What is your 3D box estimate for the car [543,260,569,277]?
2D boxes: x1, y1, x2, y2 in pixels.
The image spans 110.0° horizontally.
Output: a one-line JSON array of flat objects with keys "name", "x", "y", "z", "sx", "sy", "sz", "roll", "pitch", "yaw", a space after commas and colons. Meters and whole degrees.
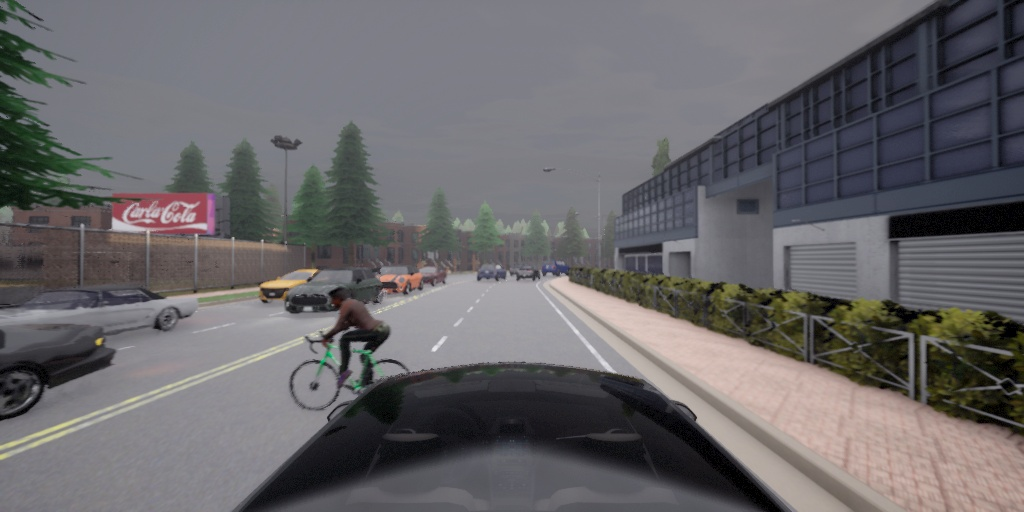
[{"name": "car", "x": 5.551, "y": 1.524, "z": 45.420, "sx": 2.150, "sy": 2.045, "sz": 5.566, "roll": 0, "pitch": -1, "yaw": 29}]

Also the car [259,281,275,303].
[{"name": "car", "x": -10.464, "y": 1.433, "z": 18.202, "sx": 1.882, "sy": 1.535, "sz": 5.008, "roll": 0, "pitch": -1, "yaw": 1}]

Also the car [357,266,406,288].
[{"name": "car", "x": -10.135, "y": 1.588, "z": 28.356, "sx": 1.837, "sy": 1.490, "sz": 4.892, "roll": 0, "pitch": -1, "yaw": 3}]

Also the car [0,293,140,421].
[{"name": "car", "x": -7.100, "y": 1.314, "z": 3.131, "sx": 2.033, "sy": 1.411, "sz": 5.357, "roll": 0, "pitch": -1, "yaw": 0}]

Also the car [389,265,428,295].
[{"name": "car", "x": -6.894, "y": 1.360, "z": 21.781, "sx": 2.097, "sy": 1.767, "sz": 4.553, "roll": 0, "pitch": -1, "yaw": 0}]

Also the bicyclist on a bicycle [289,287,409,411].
[{"name": "bicyclist on a bicycle", "x": -2.118, "y": 1.239, "z": 4.723, "sx": 1.656, "sy": 1.620, "sz": 0.582, "roll": -1, "pitch": -1, "yaw": 0}]

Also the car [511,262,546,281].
[{"name": "car", "x": 1.728, "y": 1.671, "z": 35.782, "sx": 2.128, "sy": 1.511, "sz": 4.902, "roll": 0, "pitch": -1, "yaw": 13}]

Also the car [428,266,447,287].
[{"name": "car", "x": -6.623, "y": 1.568, "z": 28.864, "sx": 1.882, "sy": 1.535, "sz": 5.008, "roll": 0, "pitch": -1, "yaw": 4}]

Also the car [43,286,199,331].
[{"name": "car", "x": -10.562, "y": 1.437, "z": 8.738, "sx": 1.895, "sy": 1.301, "sz": 4.718, "roll": 0, "pitch": -1, "yaw": 0}]

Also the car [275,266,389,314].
[{"name": "car", "x": -6.995, "y": 1.262, "z": 14.597, "sx": 2.097, "sy": 1.767, "sz": 4.553, "roll": 0, "pitch": -1, "yaw": 1}]

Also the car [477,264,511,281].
[{"name": "car", "x": -1.897, "y": 1.527, "z": 35.400, "sx": 2.097, "sy": 1.767, "sz": 4.553, "roll": 0, "pitch": -1, "yaw": 12}]

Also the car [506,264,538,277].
[{"name": "car", "x": 1.371, "y": 1.788, "z": 44.925, "sx": 2.128, "sy": 1.511, "sz": 4.902, "roll": 0, "pitch": -1, "yaw": 26}]
